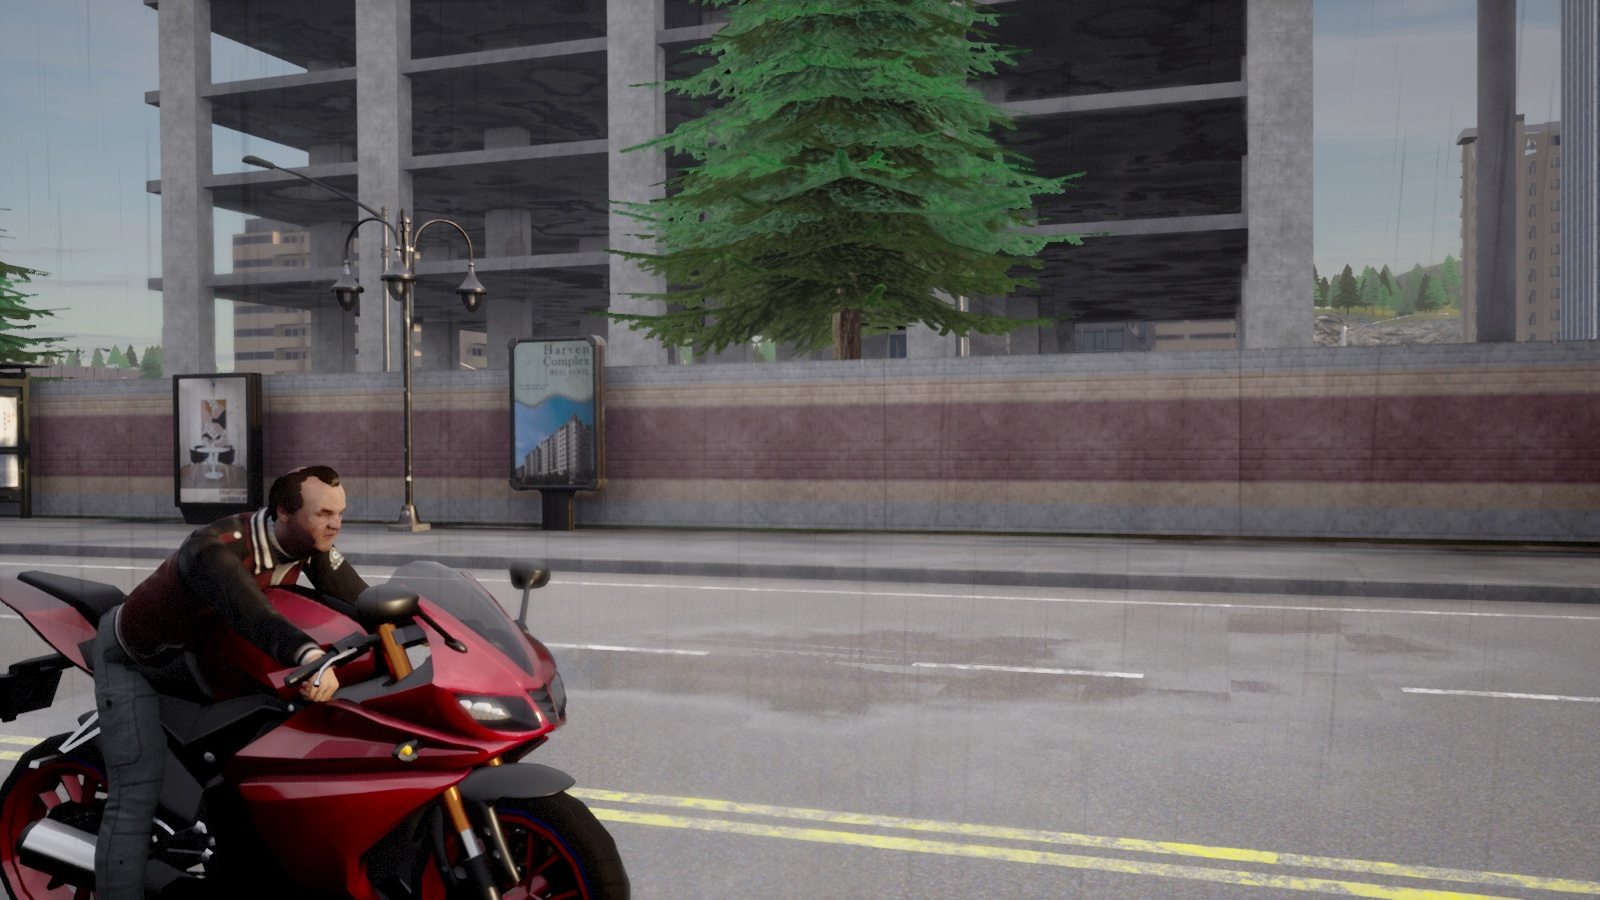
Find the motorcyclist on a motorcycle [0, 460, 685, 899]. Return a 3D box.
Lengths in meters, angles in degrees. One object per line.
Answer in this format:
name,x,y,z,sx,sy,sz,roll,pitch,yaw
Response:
motorcyclist on a motorcycle,-1.521,0.811,3.705,2.191,1.530,0.866,0,1,19
